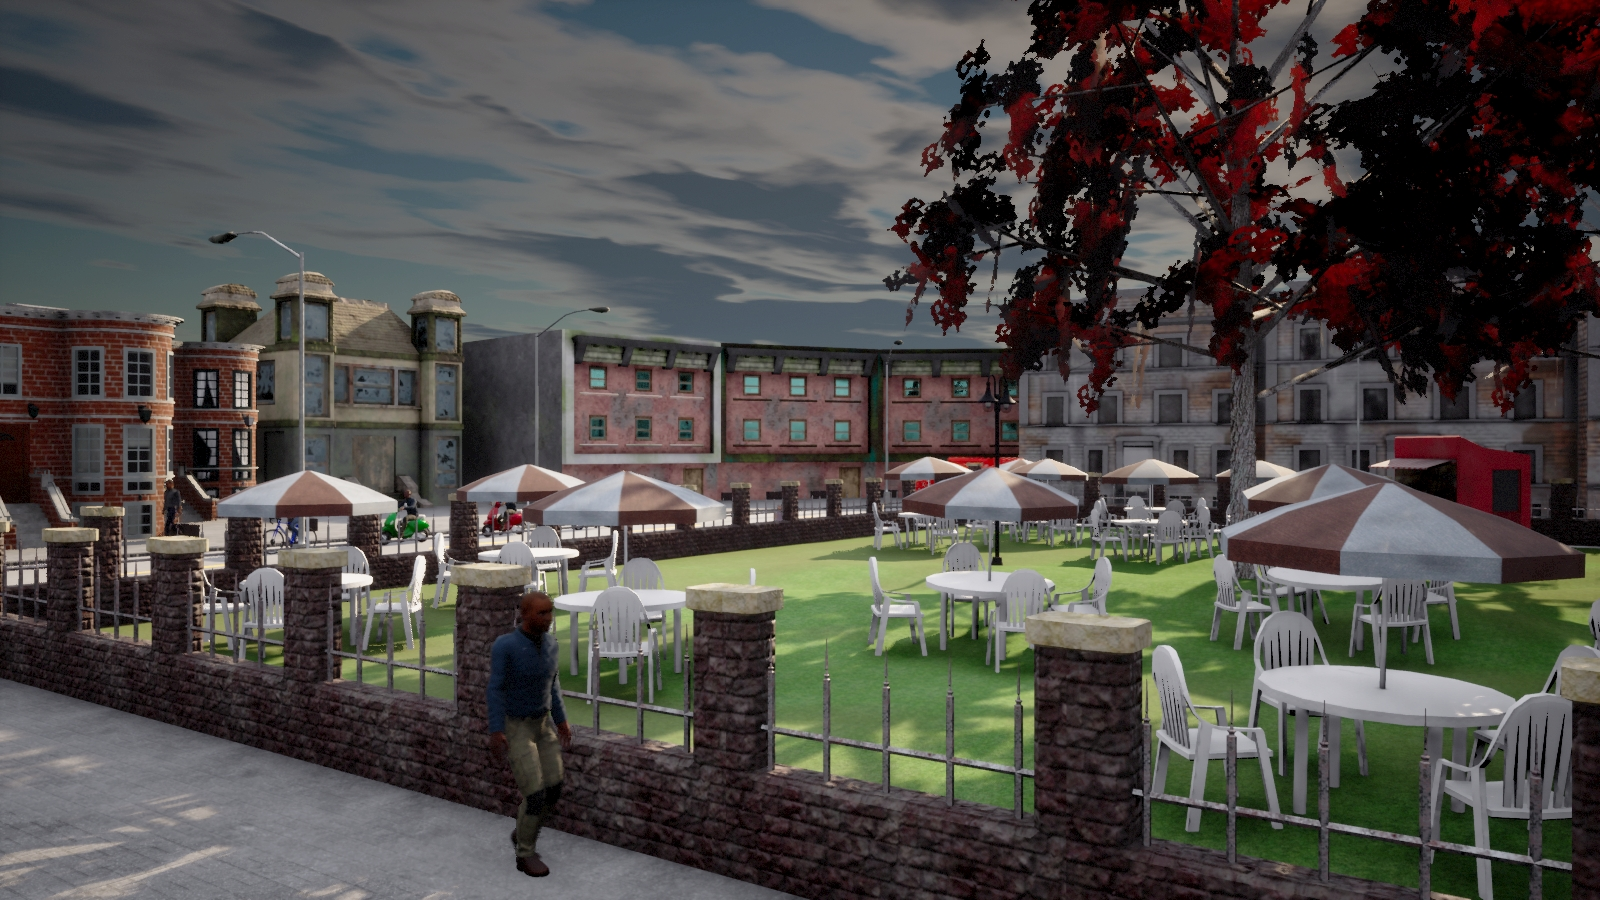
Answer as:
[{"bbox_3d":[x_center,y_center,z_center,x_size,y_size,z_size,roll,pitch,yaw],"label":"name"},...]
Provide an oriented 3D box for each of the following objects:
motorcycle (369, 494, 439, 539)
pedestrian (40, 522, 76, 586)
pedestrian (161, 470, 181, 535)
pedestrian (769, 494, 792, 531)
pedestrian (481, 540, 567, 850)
[{"bbox_3d":[-11.759,1.950,33.969,0.856,1.236,1.805,0,0,35],"label":"motorcycle"},{"bbox_3d":[-13.531,1.887,20.826,0.500,1.100,0.500,0,0,-38],"label":"pedestrian"},{"bbox_3d":[-18.304,1.512,33.254,0.375,1.860,0.375,0,0,31],"label":"pedestrian"},{"bbox_3d":[-0.598,1.895,34.665,0.500,1.100,0.500,0,0,31],"label":"pedestrian"},{"bbox_3d":[-1.755,1.522,7.274,0.375,1.860,0.375,0,0,36],"label":"pedestrian"}]
